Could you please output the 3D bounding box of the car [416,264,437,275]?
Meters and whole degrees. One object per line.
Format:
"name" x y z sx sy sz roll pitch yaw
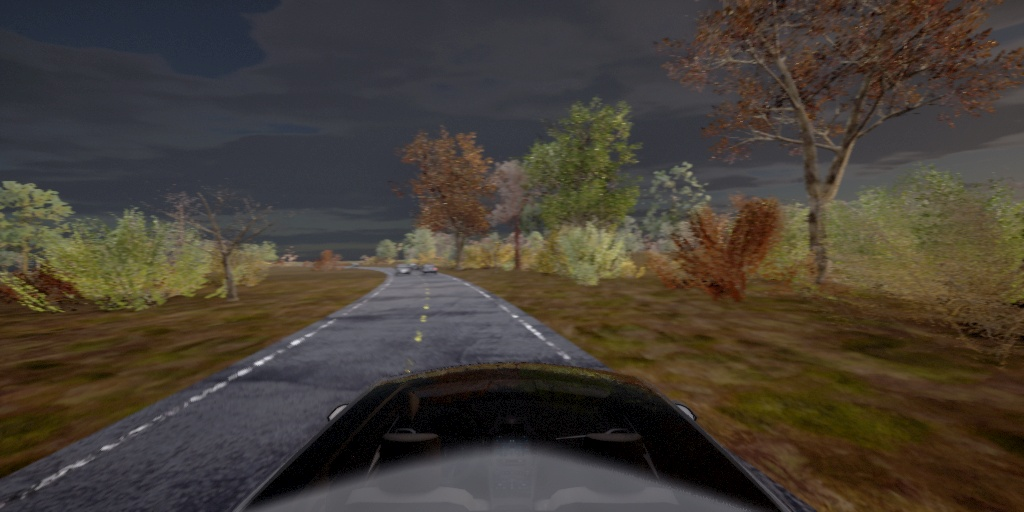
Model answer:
"car" -11.060 1.731 47.353 2.033 1.411 5.357 -2 0 -19

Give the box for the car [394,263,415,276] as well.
"car" -14.318 1.772 47.126 2.128 1.511 4.902 -2 0 -19
